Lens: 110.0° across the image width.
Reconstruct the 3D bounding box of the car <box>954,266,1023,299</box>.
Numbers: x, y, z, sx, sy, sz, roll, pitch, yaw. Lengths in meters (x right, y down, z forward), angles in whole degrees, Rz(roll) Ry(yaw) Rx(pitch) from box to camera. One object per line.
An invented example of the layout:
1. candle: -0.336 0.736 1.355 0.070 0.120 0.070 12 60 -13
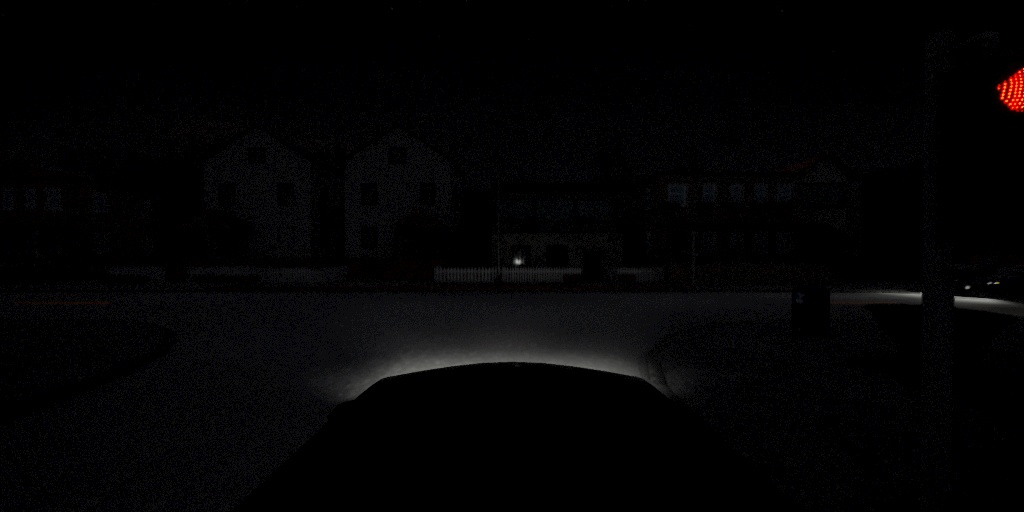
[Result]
1. car: 23.228 1.158 16.454 4.674 1.442 1.812 0 0 0
